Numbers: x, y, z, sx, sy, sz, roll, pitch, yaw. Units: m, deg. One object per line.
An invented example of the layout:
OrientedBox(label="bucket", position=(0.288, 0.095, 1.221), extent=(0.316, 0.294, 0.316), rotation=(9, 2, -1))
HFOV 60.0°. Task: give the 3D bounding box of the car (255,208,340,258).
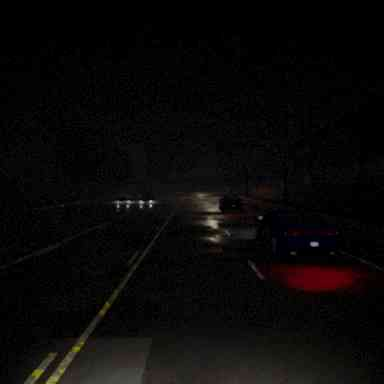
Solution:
OrientedBox(label="car", position=(3.600, 1.335, 12.238), extent=(1.882, 1.535, 5.008), rotation=(0, 1, 0))

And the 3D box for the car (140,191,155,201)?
OrientedBox(label="car", position=(-7.052, 0.636, 52.771), extent=(1.837, 1.490, 4.892), rotation=(0, 1, 0))

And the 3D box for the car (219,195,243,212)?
OrientedBox(label="car", position=(3.605, 0.996, 31.272), extent=(1.882, 1.535, 5.008), rotation=(0, 1, 0))

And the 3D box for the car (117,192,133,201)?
OrientedBox(label="car", position=(-10.552, 0.660, 52.600), extent=(1.812, 1.442, 4.674), rotation=(0, 1, 0))
